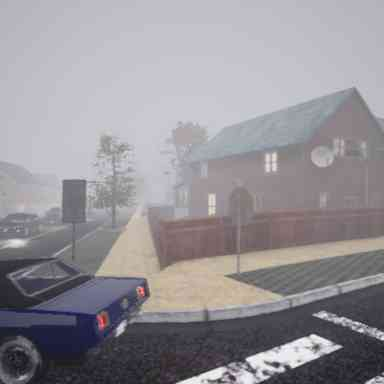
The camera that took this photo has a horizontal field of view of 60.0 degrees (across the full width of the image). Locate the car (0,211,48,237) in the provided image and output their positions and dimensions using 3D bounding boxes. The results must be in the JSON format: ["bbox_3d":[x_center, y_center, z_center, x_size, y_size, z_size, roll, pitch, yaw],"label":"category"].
[{"bbox_3d":[-11.652,2.141,22.612,1.837,1.490,4.892,1,-1,-8],"label":"car"}]

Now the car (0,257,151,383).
[{"bbox_3d":[-3.139,1.730,4.967,4.718,1.301,1.895,-5,-2,12],"label":"car"}]

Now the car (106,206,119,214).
[{"bbox_3d":[-13.849,3.064,58.232,2.128,1.511,4.902,1,-2,-8],"label":"car"}]

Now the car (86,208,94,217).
[{"bbox_3d":[-15.149,2.865,47.250,1.895,1.301,4.718,1,-2,-8],"label":"car"}]

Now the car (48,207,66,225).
[{"bbox_3d":[-13.107,2.244,32.677,2.097,1.767,4.553,1,-2,-8],"label":"car"}]
